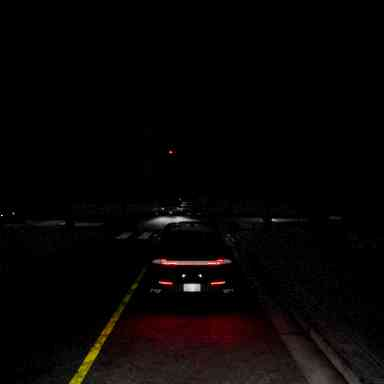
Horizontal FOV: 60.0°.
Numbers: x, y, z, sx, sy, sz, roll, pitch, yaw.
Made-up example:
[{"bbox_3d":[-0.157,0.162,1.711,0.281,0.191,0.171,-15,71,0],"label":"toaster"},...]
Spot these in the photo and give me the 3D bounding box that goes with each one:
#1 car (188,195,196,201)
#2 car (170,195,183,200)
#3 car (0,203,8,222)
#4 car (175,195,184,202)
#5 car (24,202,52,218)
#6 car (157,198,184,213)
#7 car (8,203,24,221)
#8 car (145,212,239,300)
[{"bbox_3d":[0.014,1.451,81.385,1.812,1.442,4.674,0,0,0],"label":"car"},{"bbox_3d":[-2.841,1.514,47.832,2.033,1.411,5.357,0,0,0],"label":"car"},{"bbox_3d":[-14.766,1.540,21.513,4.313,1.339,1.947,0,0,0],"label":"car"},{"bbox_3d":[-2.738,1.462,73.512,1.994,1.385,4.181,0,0,0],"label":"car"},{"bbox_3d":[-14.759,1.581,29.540,4.313,1.339,1.947,0,0,0],"label":"car"},{"bbox_3d":[-2.301,1.587,32.343,1.895,1.301,4.718,0,0,-9],"label":"car"},{"bbox_3d":[-15.680,1.209,24.055,5.566,2.045,2.150,0,0,0],"label":"car"},{"bbox_3d":[0.002,1.492,8.362,2.128,1.511,4.902,0,0,0],"label":"car"}]
